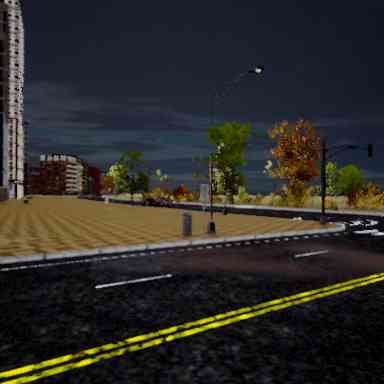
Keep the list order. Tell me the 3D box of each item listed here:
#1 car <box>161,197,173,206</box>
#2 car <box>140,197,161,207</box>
[{"bbox_3d":[-5.473,1.761,64.040,2.097,1.767,4.553,0,0,-29],"label":"car"},{"bbox_3d":[-8.103,1.870,62.083,1.882,1.535,5.008,0,-1,-29],"label":"car"}]
